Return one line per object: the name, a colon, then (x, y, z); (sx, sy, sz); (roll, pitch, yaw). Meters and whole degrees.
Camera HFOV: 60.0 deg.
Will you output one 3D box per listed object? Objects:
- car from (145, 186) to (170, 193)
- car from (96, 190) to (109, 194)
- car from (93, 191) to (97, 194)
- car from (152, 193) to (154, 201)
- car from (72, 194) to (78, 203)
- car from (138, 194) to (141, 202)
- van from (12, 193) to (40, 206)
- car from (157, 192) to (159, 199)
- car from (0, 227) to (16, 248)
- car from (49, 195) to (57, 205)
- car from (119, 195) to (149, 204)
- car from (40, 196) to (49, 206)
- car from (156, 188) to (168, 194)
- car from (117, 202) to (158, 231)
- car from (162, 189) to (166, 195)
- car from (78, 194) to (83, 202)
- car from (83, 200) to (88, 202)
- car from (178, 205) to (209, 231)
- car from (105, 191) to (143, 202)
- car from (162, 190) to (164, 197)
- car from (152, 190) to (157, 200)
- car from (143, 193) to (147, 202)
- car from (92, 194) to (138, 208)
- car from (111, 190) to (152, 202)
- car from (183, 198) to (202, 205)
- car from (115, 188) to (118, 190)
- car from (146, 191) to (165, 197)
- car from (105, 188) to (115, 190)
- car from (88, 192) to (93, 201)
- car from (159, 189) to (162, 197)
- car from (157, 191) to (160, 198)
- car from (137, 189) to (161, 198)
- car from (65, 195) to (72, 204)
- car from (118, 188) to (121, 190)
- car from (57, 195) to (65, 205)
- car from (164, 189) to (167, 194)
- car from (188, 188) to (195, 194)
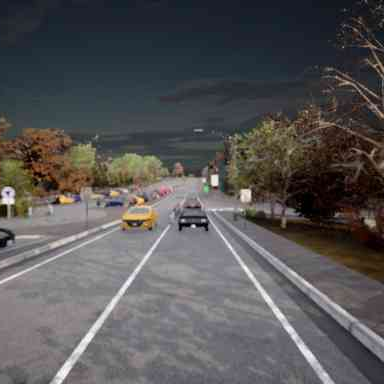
car: (-9.743, 0.023, 93.946); (5.566, 2.045, 2.435); (0, 3, 0)
car: (-22.741, 0.918, 77.177); (5.366, 1.575, 1.946); (0, 2, 0)
car: (-22.985, 1.130, 68.946); (4.892, 1.521, 2.231); (0, 1, 0)
car: (-9.947, 1.298, 60.527); (4.792, 1.488, 2.163); (0, 1, 0)
car: (-23.263, 1.283, 57.794); (5.366, 1.575, 1.946); (0, 0, 0)
car: (-10.114, 1.319, 46.600); (4.792, 1.488, 2.163); (0, 0, 0)
van: (-23.060, 1.047, 43.835); (4.442, 1.987, 1.878); (1, 0, 0)
car: (-9.882, 1.162, 68.896); (4.792, 1.488, 2.163); (0, 1, 0)
car: (-10.022, 1.726, 13.998); (4.792, 1.488, 2.163); (0, -1, 0)
car: (-23.147, 1.337, 49.293); (4.674, 1.452, 2.002); (0, 0, 0)
car: (-9.992, 1.292, 57.748); (4.892, 1.521, 2.231); (0, 0, 0)
car: (-23.169, 1.323, 46.508); (4.674, 1.452, 2.002); (0, 0, 0)
car: (-9.734, 0.439, 91.178); (4.674, 1.452, 2.002); (0, 3, 0)
car: (-3.356, 1.640, 21.984); (1.882, 1.535, 5.008); (0, 0, 0)
car: (-9.796, 0.736, 82.821); (5.008, 1.535, 2.097); (0, 2, 0)
car: (-23.028, 1.294, 60.448); (4.792, 1.488, 2.163); (0, 0, 0)
car: (-23.030, 1.228, 63.239); (5.008, 1.535, 2.097); (0, 1, 0)
car: (0.088, 1.764, 22.076); (1.895, 1.301, 4.718); (0, 0, 0)
car: (-10.095, 1.177, 49.386); (4.553, 1.767, 2.185); (0, 0, 0)
car: (-9.827, 0.873, 80.035); (4.674, 1.452, 2.002); (0, 2, 0)
car: (-9.901, 1.061, 66.106); (4.553, 1.767, 2.185); (0, 1, 0)
car: (-10.036, 1.308, 52.165); (5.008, 1.535, 2.097); (0, 0, 0)
car: (-10.078, 1.305, 43.815); (4.792, 1.488, 2.163); (0, 0, 0)
car: (-10.048, 1.053, 54.958); (5.566, 2.045, 2.435); (0, 0, 0)
car: (0.063, 1.546, 39.554); (2.097, 1.767, 4.553); (0, 1, 0)
car: (-22.871, 0.396, 88.326); (4.553, 1.767, 2.185); (0, 2, 0)
car: (-9.729, 0.549, 88.395); (4.792, 1.488, 2.163); (0, 2, 0)
car: (-22.911, 0.486, 82.745); (5.566, 2.045, 2.435); (0, 2, 0)
car: (-23.008, 1.185, 66.029); (5.008, 1.535, 2.097); (0, 1, 0)
car: (-9.877, 0.796, 77.244); (4.553, 1.767, 2.185); (0, 2, 0)
car: (-9.918, 1.101, 71.683); (4.792, 1.488, 2.163); (0, 1, 0)
car: (-9.899, 0.875, 74.466); (4.553, 1.767, 2.185); (0, 2, 0)
car: (-23.285, 1.296, 54.999); (5.366, 1.575, 1.946); (0, 0, 0)
car: (-22.812, 0.401, 91.114); (5.008, 1.535, 2.097); (0, 2, 0)
car: (-23.150, 1.332, 52.205); (4.792, 1.488, 2.163); (0, 0, 0)
car: (-9.775, 0.632, 85.609); (5.008, 1.535, 2.097); (0, 2, 0)
car: (-0.096, 0.255, 90.070); (1.812, 1.442, 4.674); (0, 2, 0)
